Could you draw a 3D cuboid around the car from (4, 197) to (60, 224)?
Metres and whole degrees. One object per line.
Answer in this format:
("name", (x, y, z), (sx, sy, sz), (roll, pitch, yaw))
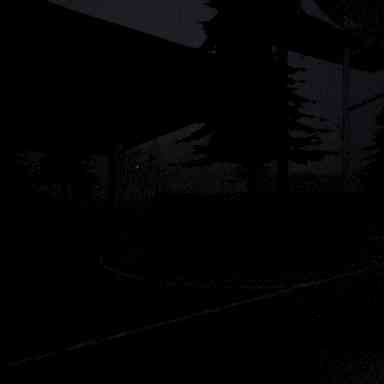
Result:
("car", (-11.652, 1.309, 23.703), (3.866, 1.878, 1.905), (0, 0, -36))

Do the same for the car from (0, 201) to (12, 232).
("car", (-11.856, 1.481, 16.574), (4.611, 1.667, 2.242), (0, 0, -36))
